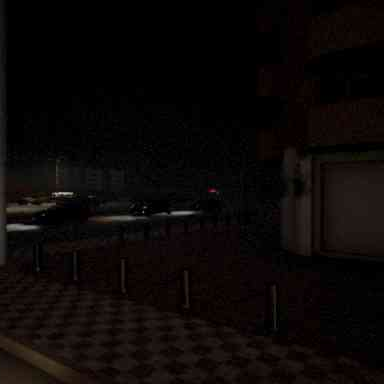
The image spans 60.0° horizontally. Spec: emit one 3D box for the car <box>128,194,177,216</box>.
[{"bbox_3d":[-4.019,1.407,33.267,2.097,1.767,4.553,0,0,35],"label":"car"}]

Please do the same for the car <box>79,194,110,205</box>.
[{"bbox_3d":[-16.320,1.453,55.836,1.970,1.475,3.806,0,0,36],"label":"car"}]

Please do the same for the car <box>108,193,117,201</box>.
[{"bbox_3d":[-19.904,1.213,79.861,1.905,1.878,3.866,0,0,36],"label":"car"}]

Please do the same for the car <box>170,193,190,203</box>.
[{"bbox_3d":[-1.619,1.206,66.719,1.932,1.855,4.605,0,0,36],"label":"car"}]

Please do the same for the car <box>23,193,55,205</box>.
[{"bbox_3d":[-30.101,1.214,65.614,1.932,1.855,4.605,0,0,36],"label":"car"}]

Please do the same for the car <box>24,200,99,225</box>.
[{"bbox_3d":[-9.751,1.583,25.189,1.812,1.442,4.674,0,0,35],"label":"car"}]

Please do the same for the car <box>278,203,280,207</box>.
[{"bbox_3d":[13.412,1.650,45.332,1.895,1.301,4.718,0,0,35],"label":"car"}]

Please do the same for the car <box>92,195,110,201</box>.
[{"bbox_3d":[-22.250,1.453,81.557,1.970,1.475,3.806,0,0,36],"label":"car"}]

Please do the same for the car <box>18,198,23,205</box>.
[{"bbox_3d":[-32.417,1.425,67.354,1.784,1.438,3.905,0,0,36],"label":"car"}]

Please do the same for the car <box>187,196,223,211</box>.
[{"bbox_3d":[2.032,1.544,41.740,2.128,1.511,4.902,0,0,36],"label":"car"}]
